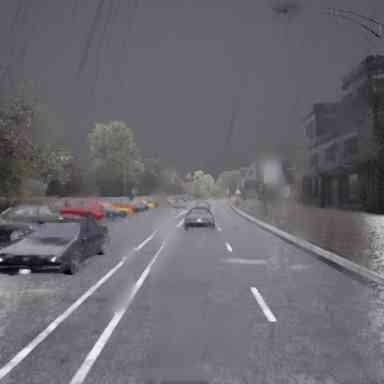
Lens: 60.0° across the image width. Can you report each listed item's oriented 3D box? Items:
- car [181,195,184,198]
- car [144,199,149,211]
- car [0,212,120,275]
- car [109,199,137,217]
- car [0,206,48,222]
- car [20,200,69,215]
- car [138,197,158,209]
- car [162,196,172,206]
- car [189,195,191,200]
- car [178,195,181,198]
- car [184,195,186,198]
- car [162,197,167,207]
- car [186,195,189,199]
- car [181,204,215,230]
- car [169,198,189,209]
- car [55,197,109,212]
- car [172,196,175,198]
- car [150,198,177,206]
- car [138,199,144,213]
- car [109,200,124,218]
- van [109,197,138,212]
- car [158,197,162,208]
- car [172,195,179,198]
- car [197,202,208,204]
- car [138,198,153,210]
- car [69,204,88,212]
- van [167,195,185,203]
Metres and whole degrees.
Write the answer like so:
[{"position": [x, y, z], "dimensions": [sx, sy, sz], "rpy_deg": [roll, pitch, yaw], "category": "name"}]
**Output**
[{"position": [-5.069, 1.985, 80.000], "dimensions": [4.553, 1.767, 2.185], "rpy_deg": [-1, -1, -14], "category": "car"}, {"position": [-8.189, 1.885, 41.561], "dimensions": [4.674, 1.452, 2.002], "rpy_deg": [0, -1, -16], "category": "car"}, {"position": [-4.133, 1.623, 10.958], "dimensions": [2.033, 1.411, 5.357], "rpy_deg": [0, 0, 1], "category": "car"}, {"position": [-8.500, 1.748, 32.737], "dimensions": [5.366, 1.575, 1.946], "rpy_deg": [-1, -1, -18], "category": "car"}, {"position": [-9.300, 1.595, 14.870], "dimensions": [4.892, 1.521, 2.231], "rpy_deg": [-1, -1, -19], "category": "car"}, {"position": [-9.188, 1.492, 17.843], "dimensions": [4.553, 1.767, 2.185], "rpy_deg": [-1, 0, -19], "category": "car"}, {"position": [-8.023, 1.903, 47.417], "dimensions": [5.366, 1.575, 1.946], "rpy_deg": [-1, 0, -17], "category": "car"}, {"position": [-6.680, 1.897, 62.289], "dimensions": [4.553, 1.767, 2.185], "rpy_deg": [-1, 0, -15], "category": "car"}, {"position": [-3.449, 2.132, 94.801], "dimensions": [5.366, 1.575, 1.946], "rpy_deg": [-1, 0, -15], "category": "car"}, {"position": [-5.633, 2.118, 74.099], "dimensions": [4.792, 1.488, 2.163], "rpy_deg": [-1, 0, -15], "category": "car"}, {"position": [-4.762, 2.118, 82.958], "dimensions": [5.008, 1.535, 2.097], "rpy_deg": [-1, -1, -15], "category": "car"}, {"position": [-7.199, 2.020, 56.360], "dimensions": [4.674, 1.452, 2.002], "rpy_deg": [-1, -1, -16], "category": "car"}, {"position": [-4.504, 1.874, 85.892], "dimensions": [5.566, 2.045, 2.435], "rpy_deg": [-1, 0, -15], "category": "car"}, {"position": [0.516, 1.733, 22.438], "dimensions": [1.994, 1.385, 4.181], "rpy_deg": [0, 0, 2], "category": "car"}, {"position": [-2.114, 2.069, 53.892], "dimensions": [1.895, 1.301, 4.718], "rpy_deg": [0, 0, 5], "category": "car"}, {"position": [-9.068, 1.418, 23.765], "dimensions": [5.566, 2.045, 2.435], "rpy_deg": [-1, 0, -18], "category": "car"}, {"position": [-6.453, 2.043, 65.243], "dimensions": [4.892, 1.521, 2.231], "rpy_deg": [-1, -1, -15], "category": "car"}, {"position": [-6.072, 2.074, 71.112], "dimensions": [5.366, 1.575, 1.946], "rpy_deg": [-1, 0, -15], "category": "car"}, {"position": [-8.375, 1.854, 38.612], "dimensions": [4.674, 1.452, 2.002], "rpy_deg": [-1, 0, -17], "category": "car"}, {"position": [-8.810, 1.765, 29.713], "dimensions": [4.674, 1.452, 2.002], "rpy_deg": [-1, -1, -18], "category": "car"}, {"position": [-8.426, 1.556, 35.687], "dimensions": [4.442, 1.987, 1.878], "rpy_deg": [-1, -1, -17], "category": "van"}, {"position": [-7.634, 1.930, 50.431], "dimensions": [5.008, 1.535, 2.097], "rpy_deg": [-1, 0, -16], "category": "car"}, {"position": [-5.994, 2.054, 68.250], "dimensions": [5.366, 1.575, 1.946], "rpy_deg": [-1, -1, -15], "category": "car"}, {"position": [1.291, 1.883, 40.000], "dimensions": [2.033, 1.411, 5.357], "rpy_deg": [0, -1, 3], "category": "car"}, {"position": [-8.025, 1.915, 44.504], "dimensions": [4.674, 1.452, 2.002], "rpy_deg": [-1, 0, -17], "category": "car"}, {"position": [-9.137, 1.683, 20.809], "dimensions": [4.674, 1.452, 2.002], "rpy_deg": [-1, -1, -18], "category": "car"}, {"position": [-4.300, 1.906, 88.812], "dimensions": [4.442, 1.987, 1.878], "rpy_deg": [-1, 0, -14], "category": "van"}]
